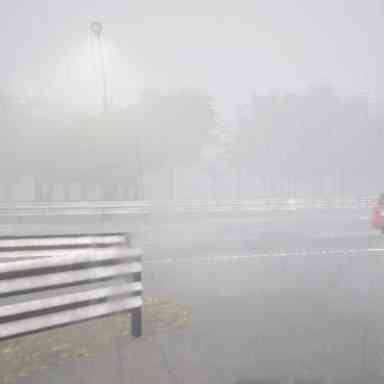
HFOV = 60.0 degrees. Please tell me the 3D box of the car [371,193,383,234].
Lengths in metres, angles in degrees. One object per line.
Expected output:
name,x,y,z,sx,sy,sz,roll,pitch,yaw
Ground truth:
car,10.744,0.993,14.634,5.566,2.045,2.150,-1,1,-11
